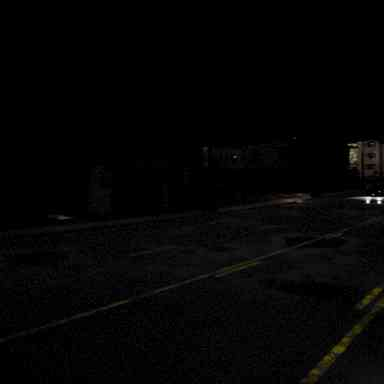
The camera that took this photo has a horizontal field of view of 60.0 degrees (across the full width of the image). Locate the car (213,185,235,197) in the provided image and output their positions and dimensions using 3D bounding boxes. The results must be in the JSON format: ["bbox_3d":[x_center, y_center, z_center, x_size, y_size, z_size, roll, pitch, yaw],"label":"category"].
[{"bbox_3d":[3.873,-0.146,42.888,1.970,1.475,3.806,1,3,42],"label":"car"}]

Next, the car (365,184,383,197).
[{"bbox_3d":[23.194,-0.239,41.215,2.033,1.411,5.357,1,3,43],"label":"car"}]
